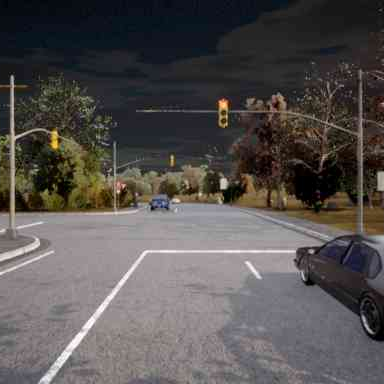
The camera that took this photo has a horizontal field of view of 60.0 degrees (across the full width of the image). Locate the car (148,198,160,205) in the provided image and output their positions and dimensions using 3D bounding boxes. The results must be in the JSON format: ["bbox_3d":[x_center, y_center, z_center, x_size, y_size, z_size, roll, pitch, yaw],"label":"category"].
[{"bbox_3d":[-8.389,2.120,73.335,1.882,1.535,5.008,0,-1,-16],"label":"car"}]

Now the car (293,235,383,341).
[{"bbox_3d":[3.610,1.546,6.425,2.033,1.411,5.357,0,0,0],"label":"car"}]

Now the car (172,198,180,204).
[{"bbox_3d":[-4.416,2.342,83.277,1.812,1.442,4.674,0,-1,-22],"label":"car"}]

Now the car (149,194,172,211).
[{"bbox_3d":[-3.871,1.262,40.779,2.150,2.045,5.566,0,0,-3],"label":"car"}]
